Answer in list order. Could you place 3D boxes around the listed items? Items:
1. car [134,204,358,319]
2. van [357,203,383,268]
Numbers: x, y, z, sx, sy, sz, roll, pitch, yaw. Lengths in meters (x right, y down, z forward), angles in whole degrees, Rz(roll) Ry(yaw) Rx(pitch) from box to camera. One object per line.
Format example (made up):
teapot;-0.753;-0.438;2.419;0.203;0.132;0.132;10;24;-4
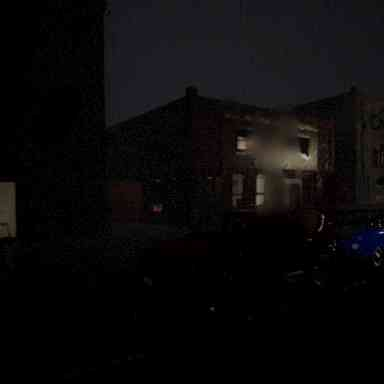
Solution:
car;1.251;1.278;7.461;5.009;1.841;2.192;-1;0;-36
van;5.766;1.265;10.684;3.998;1.788;1.690;-1;0;-36
